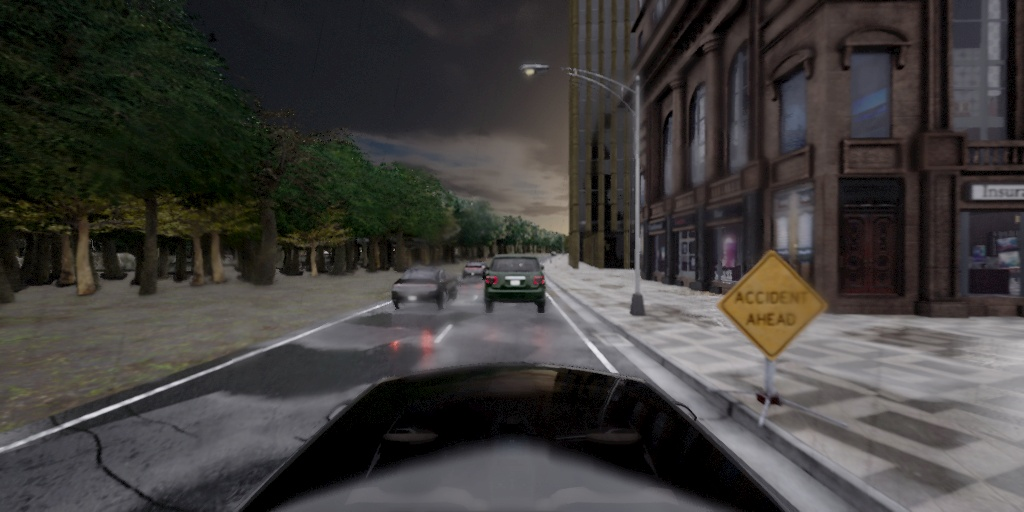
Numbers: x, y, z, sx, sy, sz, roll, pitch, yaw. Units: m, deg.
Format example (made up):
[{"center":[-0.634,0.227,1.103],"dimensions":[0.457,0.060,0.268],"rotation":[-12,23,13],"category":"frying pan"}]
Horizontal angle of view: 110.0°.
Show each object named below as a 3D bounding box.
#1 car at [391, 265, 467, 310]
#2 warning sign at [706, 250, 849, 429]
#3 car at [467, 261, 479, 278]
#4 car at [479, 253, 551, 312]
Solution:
[{"center":[-3.360,1.222,14.618],"dimensions":[2.128,1.511,4.902],"rotation":[0,0,1],"category":"car"},{"center":[3.050,0.864,4.257],"dimensions":[1.300,1.860,1.060],"rotation":[0,0,0],"category":"warning sign"},{"center":[-2.946,1.193,30.421],"dimensions":[2.128,1.511,4.902],"rotation":[0,0,2],"category":"car"},{"center":[0.136,0.953,14.305],"dimensions":[2.150,2.045,5.566],"rotation":[0,0,1],"category":"car"}]
